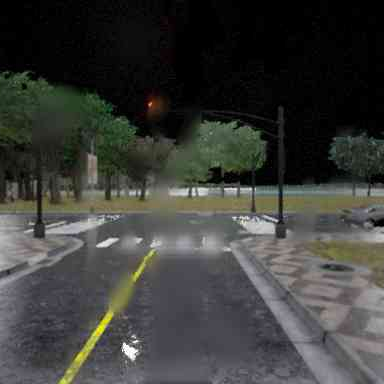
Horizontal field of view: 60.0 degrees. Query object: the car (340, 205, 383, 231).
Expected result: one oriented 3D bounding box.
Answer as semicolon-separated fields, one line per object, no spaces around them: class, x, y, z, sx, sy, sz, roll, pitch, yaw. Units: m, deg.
car;11.538;1.522;20.037;4.902;1.511;2.128;0;0;0
